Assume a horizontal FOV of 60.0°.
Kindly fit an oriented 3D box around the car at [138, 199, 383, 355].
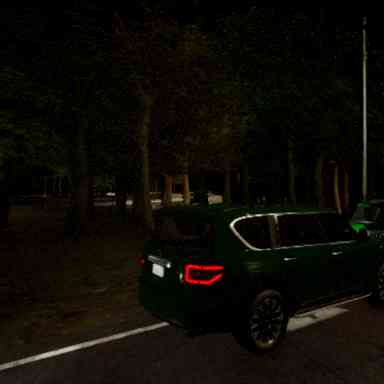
[{"bbox_3d":[1.739,1.223,6.319,5.566,2.045,2.150,0,0,-34],"label":"car"}]
